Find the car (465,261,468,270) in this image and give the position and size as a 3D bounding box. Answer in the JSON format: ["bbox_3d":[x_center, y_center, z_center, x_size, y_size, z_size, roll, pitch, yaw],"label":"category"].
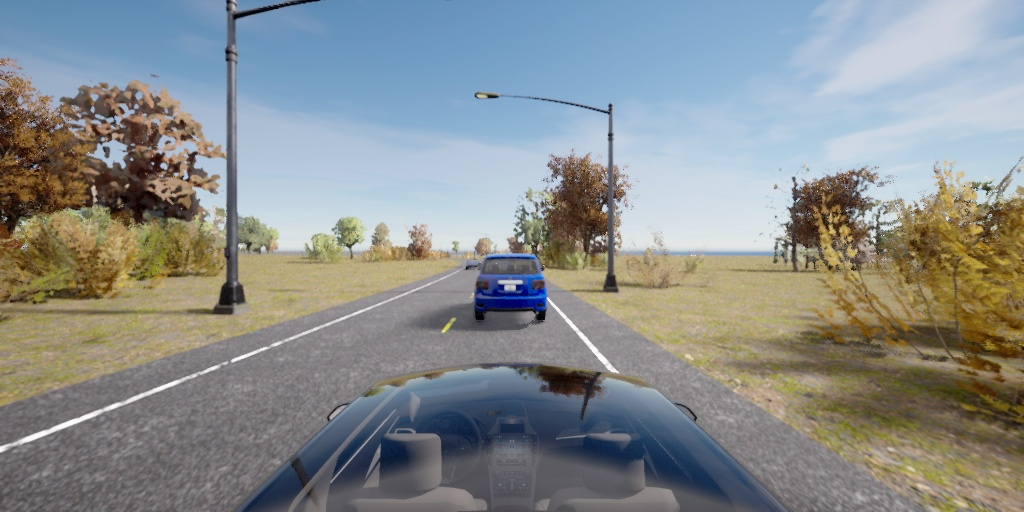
[{"bbox_3d":[-5.181,1.138,47.505,2.033,1.411,5.357,0,0,-4],"label":"car"}]

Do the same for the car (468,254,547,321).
[{"bbox_3d":[-0.036,0.932,12.419,2.150,2.045,5.566,0,0,0],"label":"car"}]
